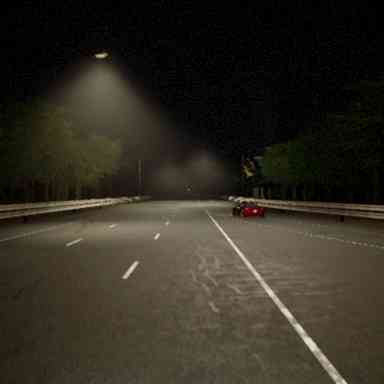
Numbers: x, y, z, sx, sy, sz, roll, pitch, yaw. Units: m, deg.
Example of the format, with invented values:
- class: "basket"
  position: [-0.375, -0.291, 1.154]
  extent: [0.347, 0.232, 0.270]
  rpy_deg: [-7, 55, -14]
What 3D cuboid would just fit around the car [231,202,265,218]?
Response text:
- class: "car"
  position: [4.974, 1.587, 30.014]
  extent: [1.994, 1.385, 4.181]
  rpy_deg: [0, 0, -10]
